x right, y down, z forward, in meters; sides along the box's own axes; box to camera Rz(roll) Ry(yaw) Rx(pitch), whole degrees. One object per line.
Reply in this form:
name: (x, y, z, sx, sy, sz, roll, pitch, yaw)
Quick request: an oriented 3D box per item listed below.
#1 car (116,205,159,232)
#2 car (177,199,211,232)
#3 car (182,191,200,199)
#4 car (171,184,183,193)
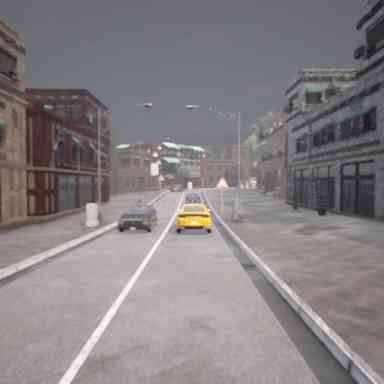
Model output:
car: (-3.095, 1.509, 20.051, 2.033, 1.411, 5.357, 0, 1, 0)
car: (0.105, 1.440, 19.988, 1.882, 1.535, 5.008, 0, 1, 0)
car: (0.106, 0.870, 38.517, 2.033, 1.411, 5.357, 0, 3, 0)
car: (-2.752, -0.695, 61.333, 2.128, 1.511, 4.902, 0, 4, 6)
